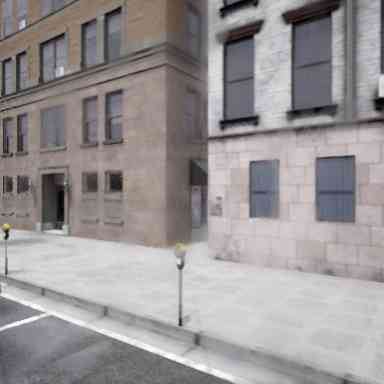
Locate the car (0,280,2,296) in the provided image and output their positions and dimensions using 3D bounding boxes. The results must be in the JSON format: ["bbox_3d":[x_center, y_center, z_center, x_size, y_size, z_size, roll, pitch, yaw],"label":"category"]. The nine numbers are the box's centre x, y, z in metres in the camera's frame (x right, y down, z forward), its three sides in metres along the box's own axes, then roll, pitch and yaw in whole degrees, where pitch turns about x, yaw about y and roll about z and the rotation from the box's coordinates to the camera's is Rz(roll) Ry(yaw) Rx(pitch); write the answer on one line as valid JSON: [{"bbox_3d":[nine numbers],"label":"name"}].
[{"bbox_3d":[-5.784,1.506,6.900,4.829,1.417,1.752,0,0,35],"label":"car"}]
